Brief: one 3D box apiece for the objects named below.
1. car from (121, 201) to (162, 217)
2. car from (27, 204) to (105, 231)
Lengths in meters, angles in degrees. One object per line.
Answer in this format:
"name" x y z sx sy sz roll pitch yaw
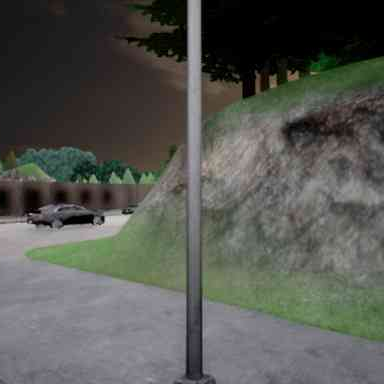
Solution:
"car" -4.757 1.566 31.988 1.994 1.385 4.181 0 0 36
"car" -7.715 1.494 20.836 2.128 1.511 4.902 0 0 36
